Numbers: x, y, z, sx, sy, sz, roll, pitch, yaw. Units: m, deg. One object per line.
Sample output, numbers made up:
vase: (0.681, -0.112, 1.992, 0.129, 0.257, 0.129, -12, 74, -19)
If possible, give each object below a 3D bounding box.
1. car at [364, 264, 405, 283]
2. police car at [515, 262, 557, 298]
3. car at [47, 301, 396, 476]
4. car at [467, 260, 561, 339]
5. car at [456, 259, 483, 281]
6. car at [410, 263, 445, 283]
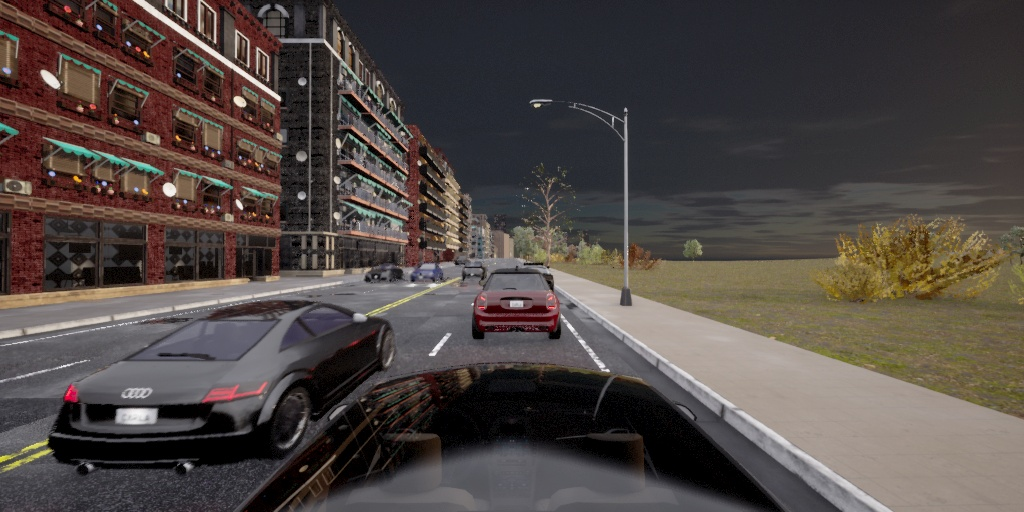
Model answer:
car: (-9.802, 1.321, 27.830, 1.994, 1.385, 4.181, 0, 0, 0)
police car: (1.170, 1.181, 19.710, 1.930, 1.638, 5.238, 0, 0, 0)
car: (-3.145, 1.315, 5.012, 1.994, 1.385, 4.181, 0, 0, 0)
car: (0.111, 1.105, 10.214, 2.097, 1.767, 4.553, 0, 0, 0)
car: (-3.097, 1.250, 30.589, 2.128, 1.511, 4.902, 0, 0, 0)
car: (-6.551, 1.283, 28.091, 1.812, 1.442, 4.674, 0, 0, 0)
